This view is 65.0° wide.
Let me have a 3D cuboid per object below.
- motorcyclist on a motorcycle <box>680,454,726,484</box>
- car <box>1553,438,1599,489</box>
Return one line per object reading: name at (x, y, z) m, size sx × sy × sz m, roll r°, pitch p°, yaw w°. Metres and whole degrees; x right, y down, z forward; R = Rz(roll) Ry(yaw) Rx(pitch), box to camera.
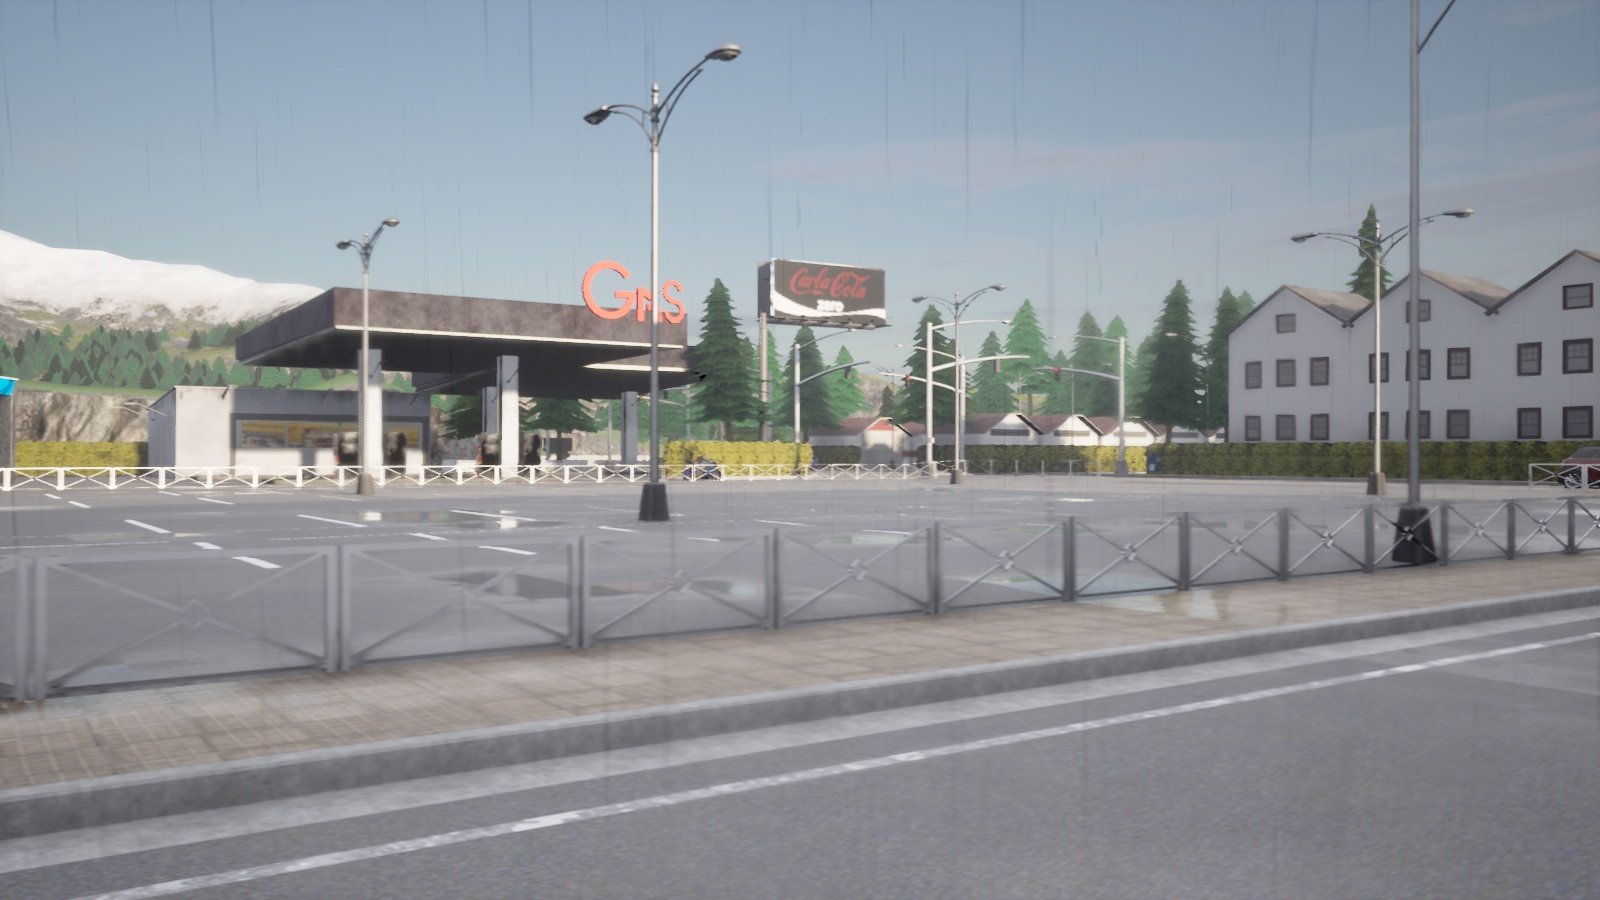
motorcyclist on a motorcycle at (-4.982, 0.963, 64.380) m, size 2.191 × 1.530 × 0.866 m, roll 0°, pitch 0°, yaw -35°
car at (29.295, 0.473, 43.977) m, size 2.097 × 1.767 × 4.553 m, roll 0°, pitch 0°, yaw -35°
